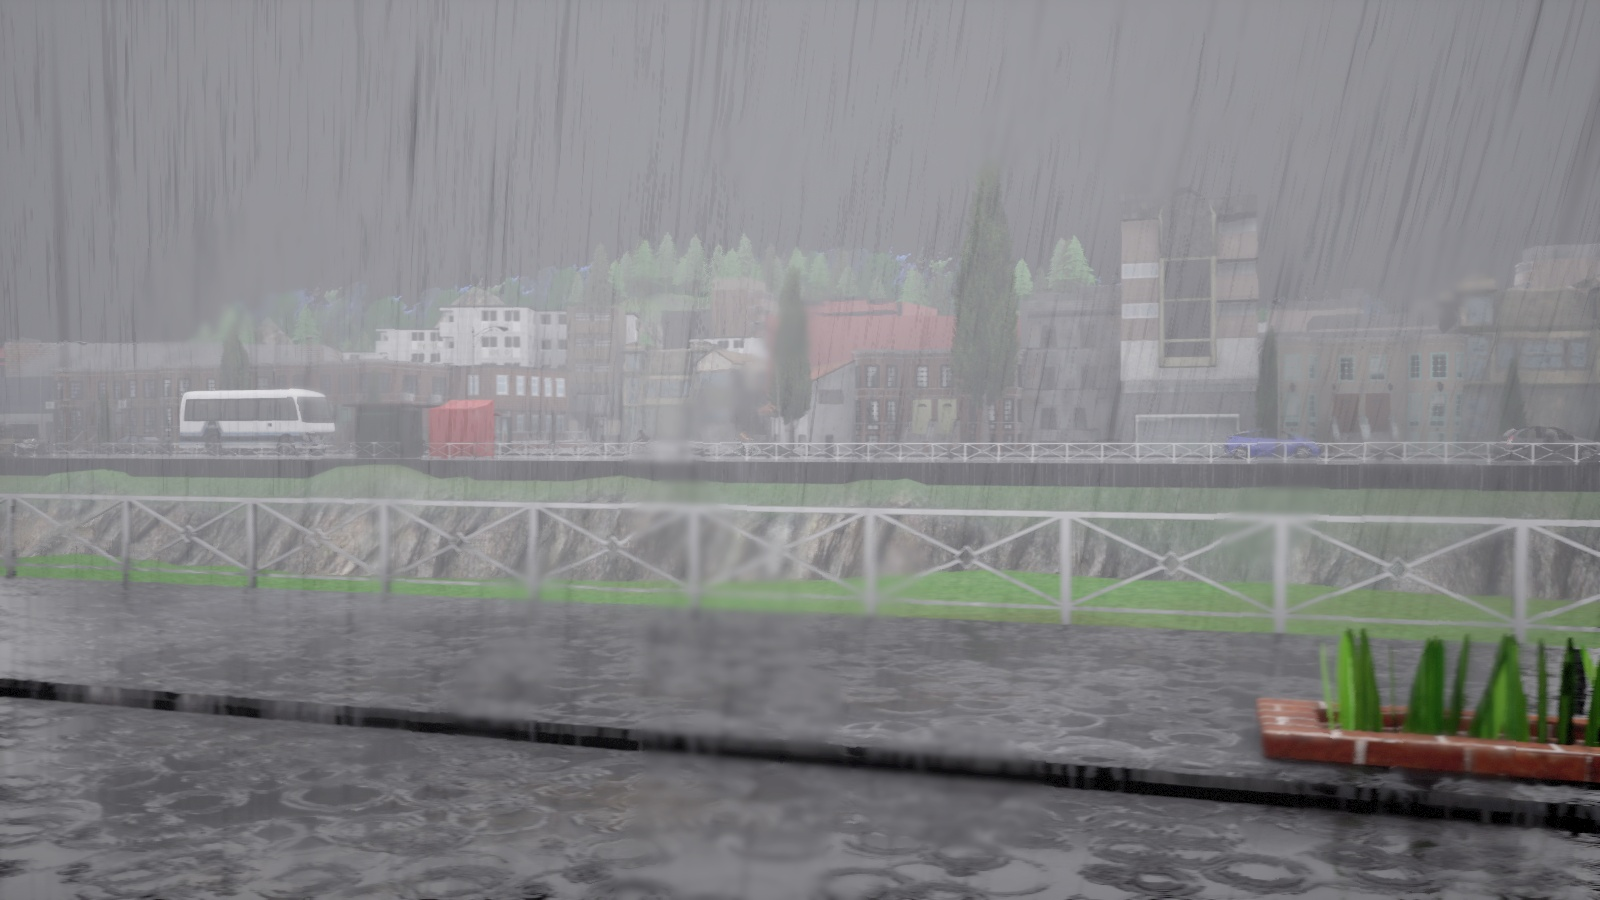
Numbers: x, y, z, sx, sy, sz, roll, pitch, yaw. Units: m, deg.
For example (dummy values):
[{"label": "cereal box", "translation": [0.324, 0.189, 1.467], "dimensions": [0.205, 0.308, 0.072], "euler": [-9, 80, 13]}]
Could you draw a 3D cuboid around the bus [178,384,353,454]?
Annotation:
[{"label": "bus", "translation": [-34.178, -1.965, 80.294], "dimensions": [10.273, 4.253, 3.944], "euler": [1, 1, 19]}]

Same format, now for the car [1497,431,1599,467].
[{"label": "car", "translation": [34.259, -0.065, 57.310], "dimensions": [3.988, 1.617, 1.851], "euler": [1, 1, 19]}]

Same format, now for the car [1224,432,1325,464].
[{"label": "car", "translation": [23.010, -0.119, 61.092], "dimensions": [4.514, 1.525, 2.007], "euler": [1, 1, 19]}]
